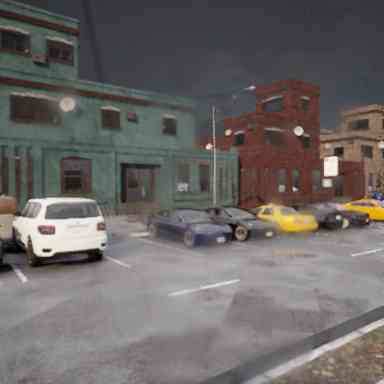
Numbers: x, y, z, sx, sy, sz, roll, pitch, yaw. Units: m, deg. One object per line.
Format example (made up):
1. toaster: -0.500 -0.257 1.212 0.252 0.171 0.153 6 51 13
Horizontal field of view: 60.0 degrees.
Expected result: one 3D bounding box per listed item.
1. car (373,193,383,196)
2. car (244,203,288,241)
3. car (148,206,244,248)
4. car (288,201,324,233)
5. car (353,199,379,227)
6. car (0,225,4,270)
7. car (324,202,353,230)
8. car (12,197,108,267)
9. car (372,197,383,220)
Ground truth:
1. car: 17.874 1.065 27.760 2.435 2.045 5.566 0 0 -35
2. car: 2.016 1.445 16.507 2.163 1.488 4.792 0 0 -35
3. car: -0.252 1.460 14.904 2.163 1.488 4.792 0 0 -35
4. car: 4.161 1.398 18.288 1.946 1.575 5.366 0 0 -35
5. car: 8.700 1.374 21.278 2.097 1.535 5.008 0 0 -35
6. car: -7.124 1.356 10.118 2.185 1.767 4.553 0 0 -35
7. car: 6.519 1.417 19.764 2.163 1.488 4.792 0 0 -35
8. car: -4.826 1.212 11.738 2.435 2.045 5.566 0 0 -35
9. car: 13.328 1.345 24.565 2.097 1.535 5.008 0 0 -35
